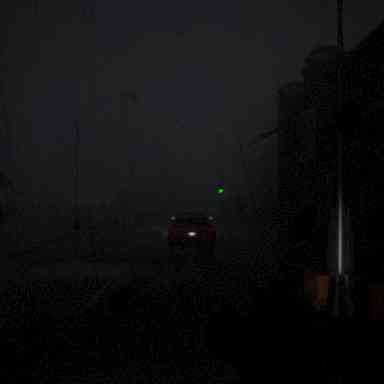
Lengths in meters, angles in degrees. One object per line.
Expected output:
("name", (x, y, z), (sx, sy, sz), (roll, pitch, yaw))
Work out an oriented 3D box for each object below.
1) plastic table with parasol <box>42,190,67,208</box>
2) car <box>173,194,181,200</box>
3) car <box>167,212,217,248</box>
("plastic table with parasol", (-19.169, 0.922, 46.393), (2.482, 2.480, 2.482), (0, 0, 0))
("car", (-4.000, 1.277, 88.153), (2.097, 1.767, 4.553), (0, 0, 0))
("car", (0.000, 1.569, 14.650), (1.994, 1.385, 4.181), (0, 0, 0))
